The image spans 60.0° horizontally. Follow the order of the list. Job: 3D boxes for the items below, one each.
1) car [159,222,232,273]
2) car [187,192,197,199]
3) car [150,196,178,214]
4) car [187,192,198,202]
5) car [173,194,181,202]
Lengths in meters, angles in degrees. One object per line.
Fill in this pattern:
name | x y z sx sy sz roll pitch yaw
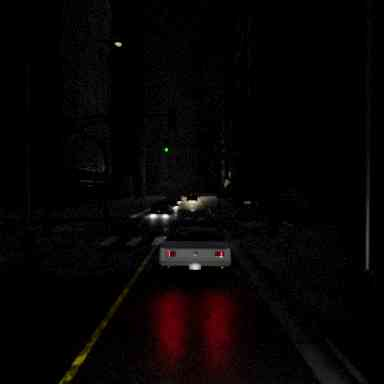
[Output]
car | 0.175 1.597 10.617 1.895 1.301 4.718 0 0 2
car | 0.011 0.844 75.408 2.128 1.511 4.902 0 1 0
car | -3.066 1.471 35.051 2.033 1.411 5.357 0 0 4
car | 0.009 0.962 65.377 2.097 1.767 4.553 0 1 0
car | -3.073 1.310 49.019 1.837 1.490 4.892 0 1 0
